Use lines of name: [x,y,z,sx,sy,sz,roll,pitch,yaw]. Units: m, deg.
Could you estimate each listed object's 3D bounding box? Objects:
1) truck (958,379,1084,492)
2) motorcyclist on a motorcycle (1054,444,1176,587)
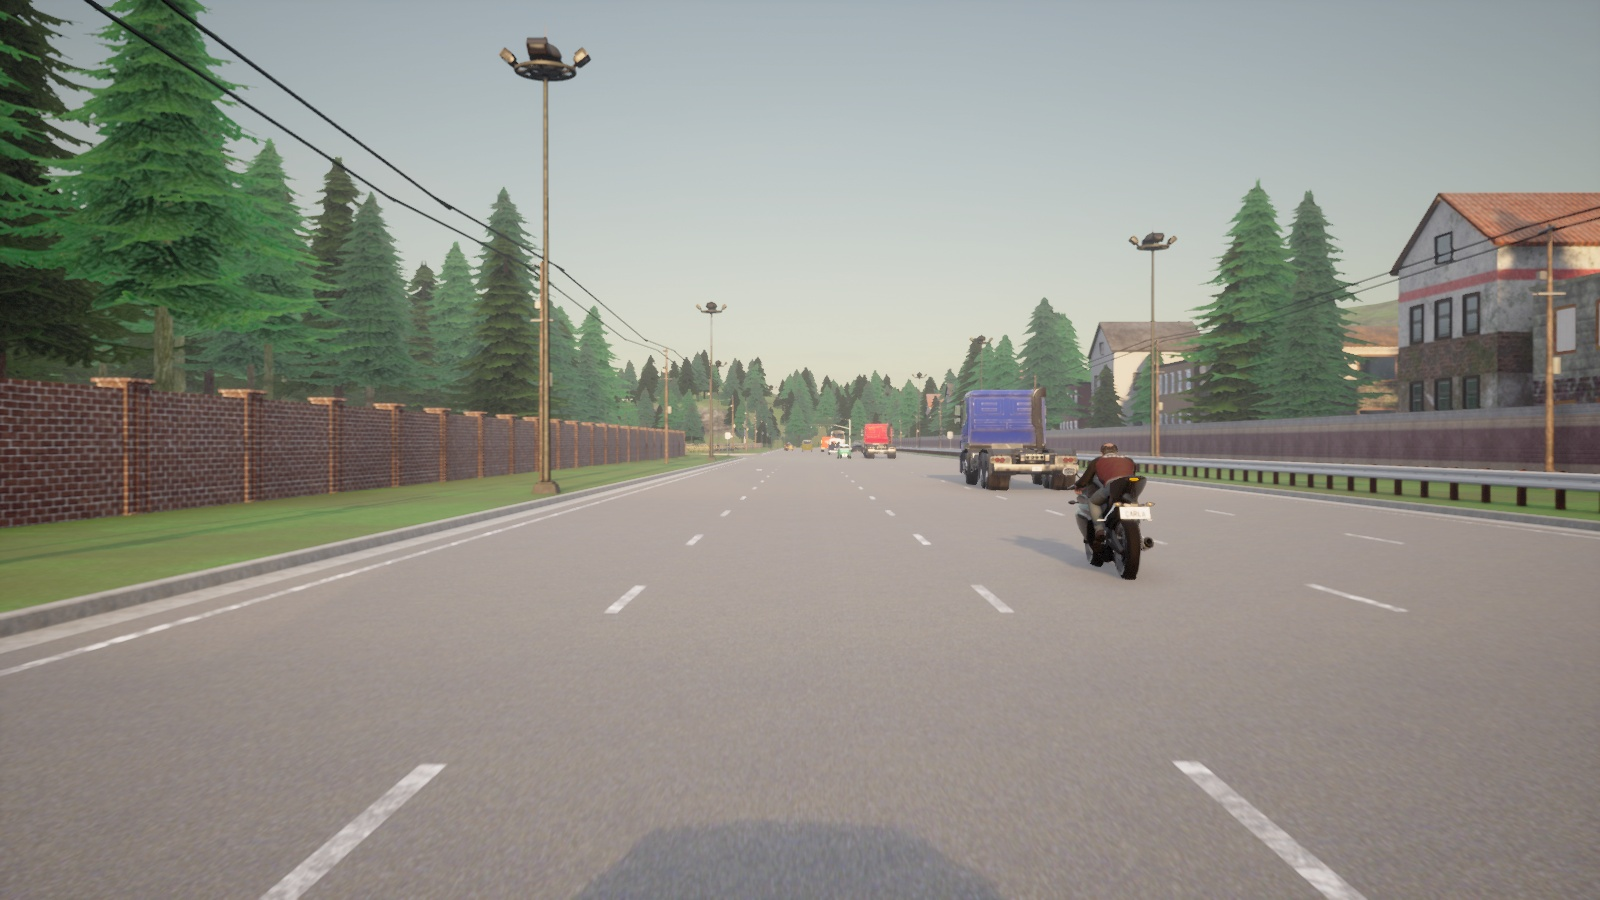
truck: [7.258,-0.468,42.356,2.891,3.462,7.936,0,0,0]
motorcyclist on a motorcycle: [3.599,0.702,14.560,0.866,1.530,2.191,0,0,0]
